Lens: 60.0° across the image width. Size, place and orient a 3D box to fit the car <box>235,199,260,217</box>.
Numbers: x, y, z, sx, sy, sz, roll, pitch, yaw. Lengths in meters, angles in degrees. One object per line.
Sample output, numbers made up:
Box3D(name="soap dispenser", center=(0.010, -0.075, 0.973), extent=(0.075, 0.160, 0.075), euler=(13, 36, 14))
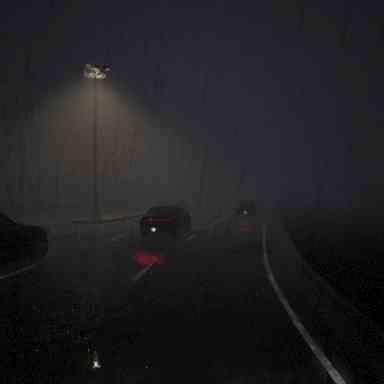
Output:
Box3D(name="car", center=(5.053, 1.468, 30.606), extent=(1.837, 1.490, 4.892), euler=(0, 1, 13))

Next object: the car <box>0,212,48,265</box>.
Box3D(name="car", center=(-6.233, 1.342, 9.752), extent=(2.097, 1.767, 4.553), euler=(0, 0, 7))

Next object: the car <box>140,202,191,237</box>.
Box3D(name="car", center=(-1.305, 1.483, 17.841), extent=(1.837, 1.490, 4.892), euler=(0, 0, 11))

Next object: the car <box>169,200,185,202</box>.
Box3D(name="car", center=(-1.497, 1.507, 33.442), extent=(2.033, 1.411, 5.357), euler=(0, 0, 13))

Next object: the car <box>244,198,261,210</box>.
Box3D(name="car", center=(8.012, 1.546, 43.763), extent=(1.895, 1.301, 4.718), euler=(0, 0, 13))
